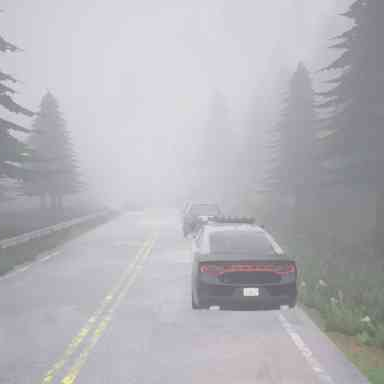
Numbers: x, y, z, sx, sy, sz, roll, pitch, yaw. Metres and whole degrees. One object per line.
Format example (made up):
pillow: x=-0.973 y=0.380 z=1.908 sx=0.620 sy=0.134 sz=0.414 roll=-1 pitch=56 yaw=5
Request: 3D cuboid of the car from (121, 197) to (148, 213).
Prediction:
car: x=-7.116 y=1.583 z=38.831 sx=2.033 sy=1.411 sz=5.357 roll=-2 pitch=0 yaw=-22

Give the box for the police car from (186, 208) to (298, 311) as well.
police car: x=0.906 y=1.409 z=7.967 sx=1.930 sy=1.638 sz=5.238 roll=0 pitch=0 yaw=-1

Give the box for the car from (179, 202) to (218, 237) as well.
car: x=0.532 y=1.314 z=17.938 sx=2.097 sy=1.767 sz=4.553 roll=0 pitch=0 yaw=-3

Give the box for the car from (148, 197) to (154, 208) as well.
car: x=-6.992 y=1.461 z=46.082 sx=1.837 sy=1.490 sz=4.892 roll=-3 pitch=1 yaw=-35

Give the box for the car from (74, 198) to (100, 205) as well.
car: x=-17.585 y=1.770 z=55.358 sx=4.902 sy=1.511 sz=2.128 roll=-3 pitch=3 yaw=27
